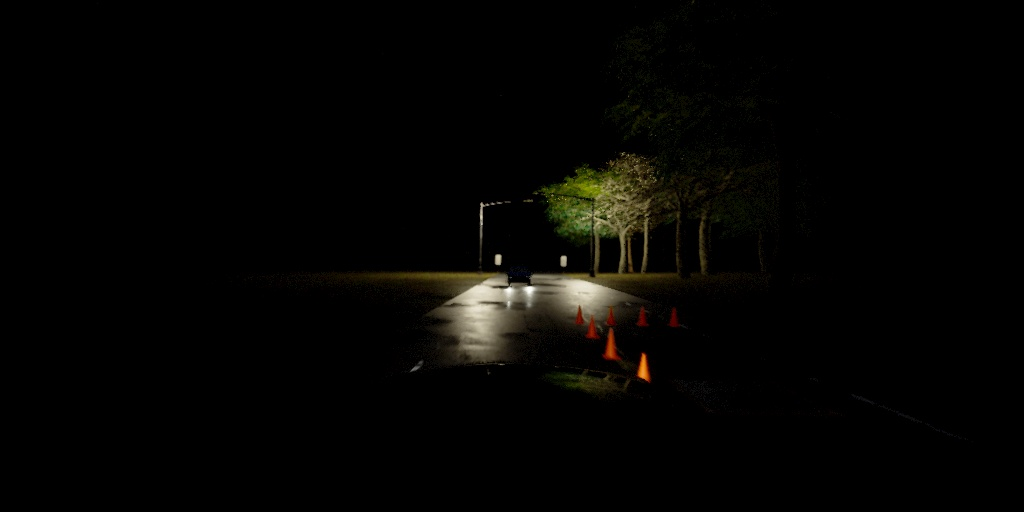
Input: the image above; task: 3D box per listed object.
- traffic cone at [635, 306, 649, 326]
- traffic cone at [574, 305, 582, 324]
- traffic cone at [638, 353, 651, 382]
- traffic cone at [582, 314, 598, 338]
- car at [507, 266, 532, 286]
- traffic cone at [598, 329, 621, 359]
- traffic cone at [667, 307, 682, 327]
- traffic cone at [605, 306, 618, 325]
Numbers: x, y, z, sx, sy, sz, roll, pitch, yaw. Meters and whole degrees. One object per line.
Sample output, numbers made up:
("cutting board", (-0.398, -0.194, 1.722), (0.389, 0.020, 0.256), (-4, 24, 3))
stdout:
("traffic cone", (4.162, 1.904, 11.446), (0.340, 0.580, 0.340), (0, 0, 2))
("traffic cone", (2.164, 1.866, 11.495), (0.340, 0.580, 0.340), (0, 0, 1))
("traffic cone", (2.018, 1.790, 5.497), (0.340, 0.580, 0.340), (0, 0, 1))
("traffic cone", (2.116, 1.840, 9.496), (0.340, 0.580, 0.340), (0, 0, 1))
("car", (0.616, 1.592, 29.858), (1.882, 1.535, 5.008), (1, -1, 1))
("traffic cone", (2.067, 1.815, 7.497), (0.340, 0.580, 0.340), (0, 0, 1))
("traffic cone", (5.160, 1.923, 11.421), (0.340, 0.580, 0.340), (0, 0, 1))
("traffic cone", (3.163, 1.885, 11.470), (0.340, 0.580, 0.340), (0, 0, 1))
